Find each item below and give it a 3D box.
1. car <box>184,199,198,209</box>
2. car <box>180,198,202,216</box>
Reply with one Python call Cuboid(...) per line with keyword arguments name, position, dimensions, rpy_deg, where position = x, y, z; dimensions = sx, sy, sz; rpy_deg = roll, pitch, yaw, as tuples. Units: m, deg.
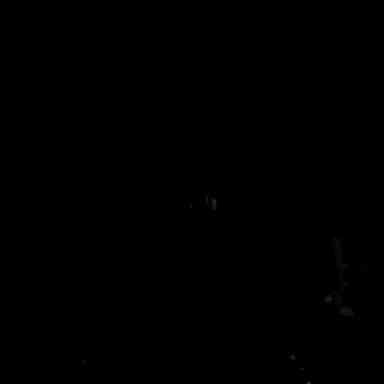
Cuboid(name="car", position=(-0.131, 1.620, 45.901), dimensions=(1.895, 1.301, 4.718), rpy_deg=(0, 0, 0))
Cuboid(name="car", position=(-0.110, 1.357, 33.132), dimensions=(2.097, 1.767, 4.553), rpy_deg=(0, 0, 0))
